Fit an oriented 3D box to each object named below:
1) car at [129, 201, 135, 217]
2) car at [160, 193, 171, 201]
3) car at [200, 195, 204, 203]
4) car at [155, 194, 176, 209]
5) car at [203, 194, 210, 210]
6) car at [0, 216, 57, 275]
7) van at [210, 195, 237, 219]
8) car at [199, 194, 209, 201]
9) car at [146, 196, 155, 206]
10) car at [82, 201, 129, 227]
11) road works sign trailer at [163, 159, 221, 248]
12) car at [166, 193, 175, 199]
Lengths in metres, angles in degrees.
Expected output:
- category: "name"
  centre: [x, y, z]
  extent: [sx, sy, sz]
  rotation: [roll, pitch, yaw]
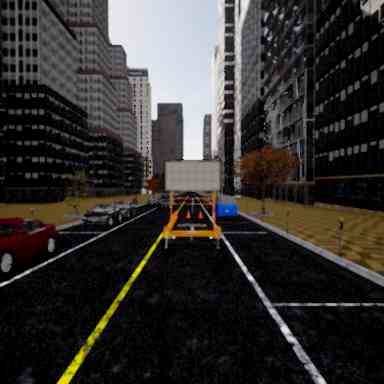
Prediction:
- category: "car"
  centre: [-5.712, 1.400, 27.074]
  extent: [2.008, 1.369, 4.403]
  rotation: [-1, 0, 0]
- category: "car"
  centre: [-5.731, 1.072, 72.073]
  extent: [1.967, 1.590, 4.097]
  rotation: [-1, 0, 0]
- category: "car"
  centre: [2.655, 1.208, 60.998]
  extent: [1.752, 1.417, 4.829]
  rotation: [-1, 0, 0]
- category: "car"
  centre: [-3.100, 1.125, 41.842]
  extent: [2.097, 1.767, 4.553]
  rotation: [0, 0, 0]
- category: "car"
  centre: [2.662, 1.233, 38.327]
  extent: [1.967, 1.590, 4.097]
  rotation: [-1, 0, 0]
- category: "car"
  centre: [-5.706, 1.486, 10.199]
  extent: [1.887, 1.381, 4.507]
  rotation: [-1, 0, 0]
- category: "van"
  centre: [2.664, 1.191, 27.077]
  extent: [1.690, 1.788, 3.998]
  rotation: [-1, 0, 0]
- category: "car"
  centre: [2.652, 1.198, 72.076]
  extent: [1.947, 1.339, 4.313]
  rotation: [-1, 0, 0]
- category: "car"
  centre: [-5.720, 1.288, 49.574]
  extent: [2.008, 1.369, 4.403]
  rotation: [-1, 0, 0]
- category: "car"
  centre: [-5.710, 1.430, 21.450]
  extent: [2.008, 1.369, 4.403]
  rotation: [-1, 0, 0]
- category: "road works sign trailer"
  centre: [0.032, 0.383, 14.239]
  extent: [2.380, 3.560, 2.880]
  rotation: [0, 0, 1]
- category: "car"
  centre: [-5.735, 1.103, 88.948]
  extent: [1.887, 1.381, 4.507]
  rotation: [-1, 0, 0]
